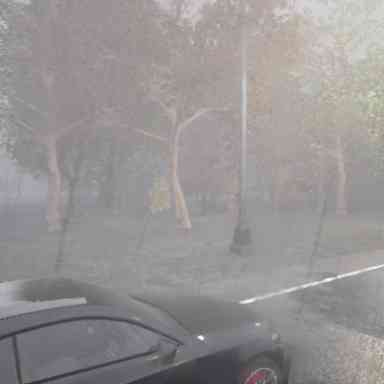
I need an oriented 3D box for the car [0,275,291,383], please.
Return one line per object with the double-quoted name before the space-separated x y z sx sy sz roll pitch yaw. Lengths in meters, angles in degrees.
"car" -1.153 1.525 2.920 4.674 1.442 1.812 0 0 -36
